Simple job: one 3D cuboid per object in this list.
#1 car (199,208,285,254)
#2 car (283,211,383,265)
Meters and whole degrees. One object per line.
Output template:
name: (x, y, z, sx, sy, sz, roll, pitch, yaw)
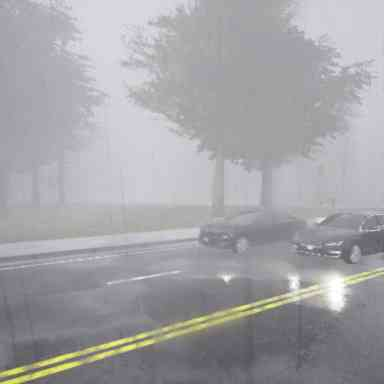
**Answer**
car: (2.565, 1.419, 13.390, 5.008, 1.535, 1.882, 0, 0, -35)
car: (5.598, 1.442, 11.540, 4.892, 1.490, 1.837, 0, 0, -35)
